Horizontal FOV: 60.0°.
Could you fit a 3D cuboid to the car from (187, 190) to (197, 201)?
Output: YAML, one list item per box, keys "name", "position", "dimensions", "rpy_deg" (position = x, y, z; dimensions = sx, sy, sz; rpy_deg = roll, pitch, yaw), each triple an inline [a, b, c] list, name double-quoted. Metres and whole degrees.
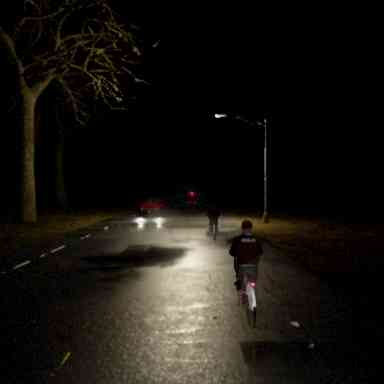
- name: "car"
  position: [0.014, 0.906, 64.200]
  dimensions: [2.128, 1.511, 4.902]
  rpy_deg: [0, 1, 1]

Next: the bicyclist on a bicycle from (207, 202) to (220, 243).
- name: "bicyclist on a bicycle"
  position: [0.962, 1.347, 15.021]
  dimensions: [0.659, 1.776, 1.843]
  rpy_deg: [0, 0, 0]

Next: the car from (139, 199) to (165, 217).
- name: "car"
  position: [-3.603, 1.352, 30.491]
  dimensions: [1.882, 1.535, 5.008]
  rpy_deg: [0, 0, 0]

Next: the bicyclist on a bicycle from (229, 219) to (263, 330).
- name: "bicyclist on a bicycle"
  position: [0.963, 1.371, 6.047]
  dimensions: [0.659, 1.776, 1.843]
  rpy_deg: [0, 0, 0]
